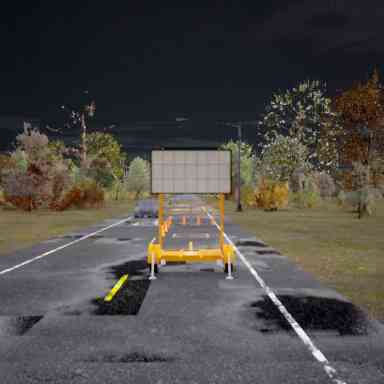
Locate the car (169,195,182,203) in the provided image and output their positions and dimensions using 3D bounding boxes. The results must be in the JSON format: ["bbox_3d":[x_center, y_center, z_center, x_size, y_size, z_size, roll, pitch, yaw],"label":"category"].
[{"bbox_3d":[-3.680,1.597,68.762,1.895,1.301,4.718,0,0,0],"label":"car"}]

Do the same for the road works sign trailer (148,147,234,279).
[{"bbox_3d":[-0.026,0.463,9.993,2.380,3.560,2.880,0,0,0],"label":"road works sign trailer"}]

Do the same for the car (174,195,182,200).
[{"bbox_3d":[-3.736,1.506,89.984,1.812,1.442,4.674,0,0,0],"label":"car"}]

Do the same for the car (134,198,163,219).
[{"bbox_3d":[-3.674,1.349,28.687,2.097,1.767,4.553,0,0,0],"label":"car"}]
